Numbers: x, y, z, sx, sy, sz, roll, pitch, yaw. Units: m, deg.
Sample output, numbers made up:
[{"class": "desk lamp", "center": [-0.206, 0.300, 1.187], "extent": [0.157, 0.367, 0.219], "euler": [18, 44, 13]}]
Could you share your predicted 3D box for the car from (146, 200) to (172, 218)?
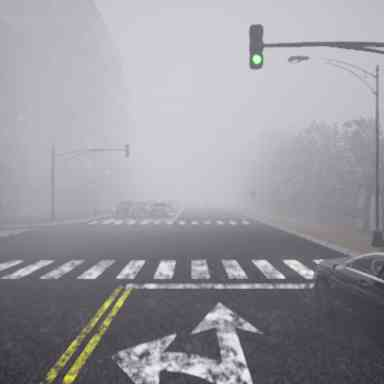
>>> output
[{"class": "car", "center": [-3.339, 1.835, 34.423], "extent": [1.812, 1.442, 4.674], "euler": [0, -1, -1]}]

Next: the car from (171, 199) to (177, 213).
[{"class": "car", "center": [-3.343, 1.955, 43.174], "extent": [1.994, 1.385, 4.181], "euler": [0, -1, 1]}]

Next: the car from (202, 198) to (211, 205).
[{"class": "car", "center": [3.248, 2.174, 75.109], "extent": [1.882, 1.535, 5.008], "euler": [0, -1, 0]}]

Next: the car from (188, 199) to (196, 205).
[{"class": "car", "center": [-0.001, 2.290, 75.037], "extent": [1.895, 1.301, 4.718], "euler": [0, -1, 0]}]

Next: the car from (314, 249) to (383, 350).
[{"class": "car", "center": [3.350, 1.536, 4.743], "extent": [2.128, 1.511, 4.902], "euler": [0, 0, 0]}]

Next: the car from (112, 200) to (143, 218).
[{"class": "car", "center": [-6.602, 1.654, 33.620], "extent": [2.097, 1.767, 4.553], "euler": [0, -1, 0]}]

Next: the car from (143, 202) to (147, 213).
[{"class": "car", "center": [-6.601, 1.937, 43.048], "extent": [2.033, 1.411, 5.357], "euler": [0, -1, 0]}]

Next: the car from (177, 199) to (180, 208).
[{"class": "car", "center": [-3.339, 1.962, 53.130], "extent": [1.882, 1.535, 5.008], "euler": [0, -1, 1]}]

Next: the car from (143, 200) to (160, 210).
[{"class": "car", "center": [-6.588, 2.044, 54.464], "extent": [2.033, 1.411, 5.357], "euler": [0, -1, 0]}]
